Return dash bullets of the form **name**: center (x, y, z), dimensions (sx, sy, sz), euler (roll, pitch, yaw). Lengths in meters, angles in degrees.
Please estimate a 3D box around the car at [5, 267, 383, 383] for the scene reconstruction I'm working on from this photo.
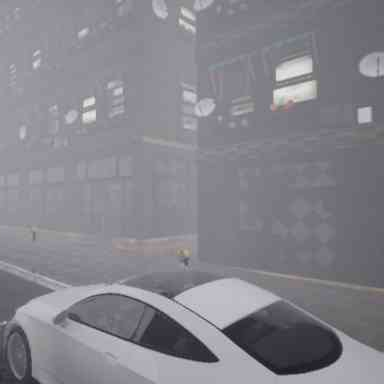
- **car**: center (-0.332, 1.594, 3.636), dimensions (4.674, 1.442, 1.812), euler (0, -1, 41)
